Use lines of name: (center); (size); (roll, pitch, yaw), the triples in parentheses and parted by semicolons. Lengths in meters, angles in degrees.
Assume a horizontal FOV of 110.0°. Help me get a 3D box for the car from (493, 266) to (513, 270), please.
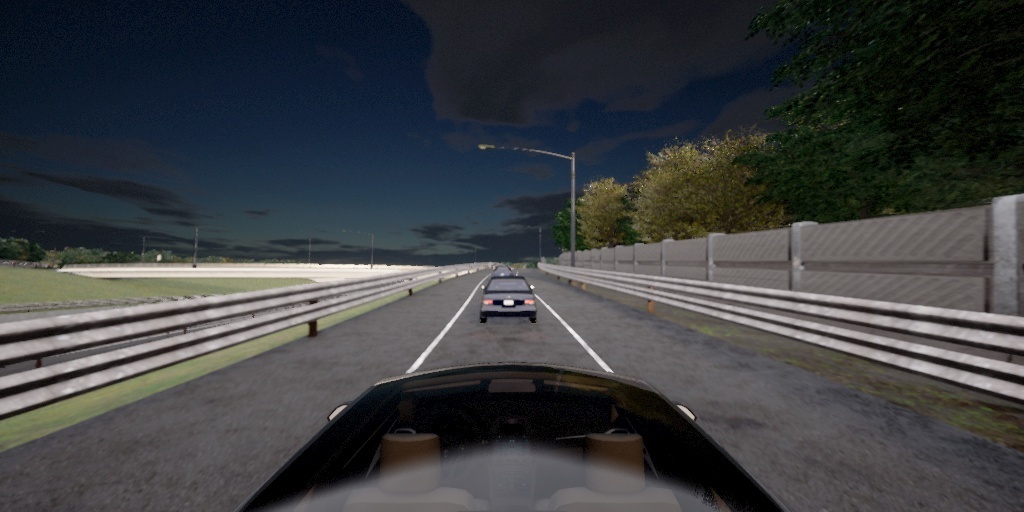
car: (-0.851, 1.603, 33.745); (1.994, 1.385, 4.181); (0, 0, -1)

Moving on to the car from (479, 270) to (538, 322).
car: (-0.147, 1.400, 12.761); (2.033, 1.411, 5.357); (0, -1, -1)
